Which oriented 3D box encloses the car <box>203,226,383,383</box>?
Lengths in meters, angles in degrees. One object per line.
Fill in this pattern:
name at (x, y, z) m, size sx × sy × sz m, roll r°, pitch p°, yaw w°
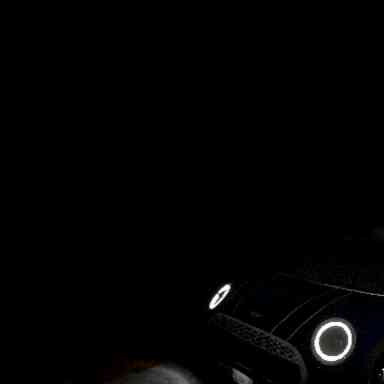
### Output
car at (2.348, 1.357, 4.762) m, size 4.553 × 1.767 × 2.097 m, roll 0°, pitch 0°, yaw -36°
